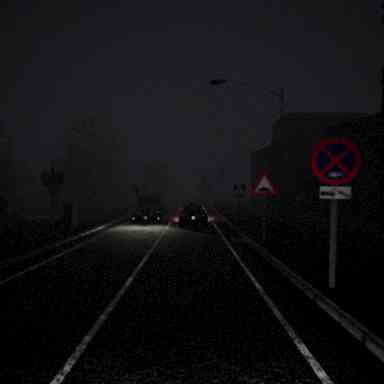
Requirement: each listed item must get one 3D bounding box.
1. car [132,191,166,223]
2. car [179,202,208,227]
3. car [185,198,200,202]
[{"bbox_3d":[-3.350,1.149,26.675,2.150,2.045,5.566,0,8,0],"label":"car"},{"bbox_3d":[0.084,1.654,23.840,1.994,1.385,4.181,0,0,0],"label":"car"},{"bbox_3d":[0.072,1.528,41.583,1.812,1.442,4.674,0,0,0],"label":"car"}]
